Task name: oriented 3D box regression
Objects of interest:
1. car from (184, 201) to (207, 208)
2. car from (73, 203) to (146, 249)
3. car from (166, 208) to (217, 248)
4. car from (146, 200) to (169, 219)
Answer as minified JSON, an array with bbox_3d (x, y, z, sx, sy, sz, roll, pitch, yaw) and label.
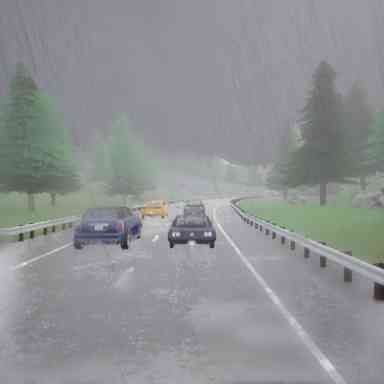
[{"bbox_3d":[0.266,1.496,29.418,2.128,1.511,4.902,0,0,2],"label":"car"},{"bbox_3d":[-3.500,1.367,14.620,2.097,1.767,4.553,0,0,0],"label":"car"},{"bbox_3d":[0.000,1.617,14.680,1.895,1.301,4.718,0,0,0],"label":"car"},{"bbox_3d":[-3.231,1.485,29.570,1.882,1.535,5.008,0,0,2],"label":"car"}]
